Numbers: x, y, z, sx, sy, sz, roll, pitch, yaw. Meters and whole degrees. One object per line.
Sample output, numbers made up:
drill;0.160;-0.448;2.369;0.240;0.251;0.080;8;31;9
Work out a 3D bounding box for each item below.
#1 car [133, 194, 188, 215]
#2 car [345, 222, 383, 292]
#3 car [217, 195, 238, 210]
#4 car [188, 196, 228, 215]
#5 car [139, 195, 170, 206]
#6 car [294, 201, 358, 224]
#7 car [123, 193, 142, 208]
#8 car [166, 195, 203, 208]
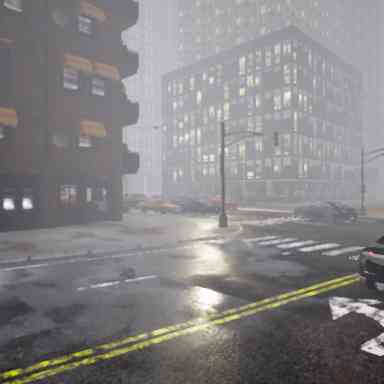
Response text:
car;-2.873;1.199;29.416;1.752;1.417;4.829;1;0;-45
car;5.779;1.488;7.745;4.902;1.511;2.128;0;0;-37
car;2.908;1.063;35.726;1.967;1.590;4.097;1;0;-45
car;0.712;1.261;29.587;1.994;1.385;4.181;0;1;-45
car;-4.942;1.032;43.510;1.802;1.307;4.206;1;0;-45
car;9.551;1.397;24.134;2.128;1.511;4.902;1;2;-25
car;-5.950;0.902;36.293;2.097;1.767;4.553;0;1;-45
car;-0.926;1.106;39.467;1.947;1.339;4.313;1;0;-45
